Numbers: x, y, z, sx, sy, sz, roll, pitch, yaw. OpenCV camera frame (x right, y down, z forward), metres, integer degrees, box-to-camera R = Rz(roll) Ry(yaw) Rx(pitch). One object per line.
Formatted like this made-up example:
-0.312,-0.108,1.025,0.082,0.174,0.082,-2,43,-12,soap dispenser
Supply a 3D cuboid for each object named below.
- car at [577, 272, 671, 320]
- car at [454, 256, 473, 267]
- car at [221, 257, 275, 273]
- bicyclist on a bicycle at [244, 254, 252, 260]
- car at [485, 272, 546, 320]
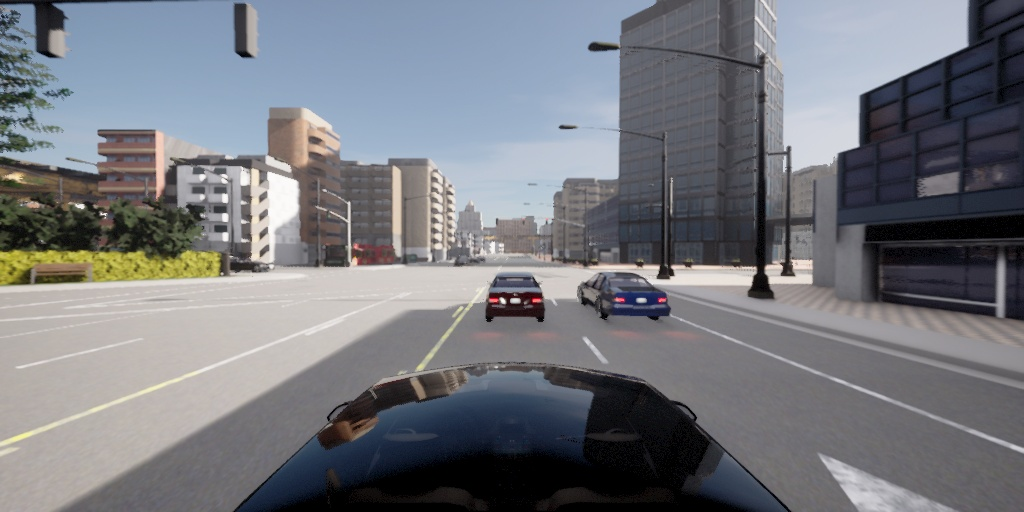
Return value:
3.610,1.253,12.516,2.033,1.411,5.357,0,1,0,car
-7.077,0.772,50.941,1.837,1.490,4.892,0,1,0,car
-25.431,0.871,34.334,4.902,1.511,2.128,0,1,1,car
-30.782,0.561,41.849,0.582,1.620,1.656,0,1,0,bicyclist on a bicycle
0.092,1.246,12.309,2.033,1.411,5.357,0,1,0,car
